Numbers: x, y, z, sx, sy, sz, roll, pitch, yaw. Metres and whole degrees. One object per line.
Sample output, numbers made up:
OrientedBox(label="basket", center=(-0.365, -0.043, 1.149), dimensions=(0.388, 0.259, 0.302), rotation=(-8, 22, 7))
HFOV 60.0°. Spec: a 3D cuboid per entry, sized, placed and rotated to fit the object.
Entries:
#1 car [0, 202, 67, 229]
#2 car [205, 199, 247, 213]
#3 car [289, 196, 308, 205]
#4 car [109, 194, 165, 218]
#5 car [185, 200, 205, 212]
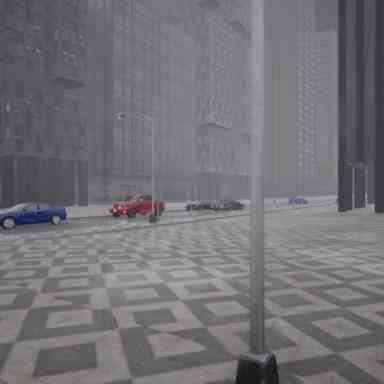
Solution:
OrientedBox(label="car", center=(-10.694, 1.450, 21.695), dimensions=(1.882, 1.535, 5.008), rotation=(0, 0, 36))
OrientedBox(label="car", center=(4.047, 1.494, 36.446), dimensions=(2.033, 1.411, 5.357), rotation=(0, 0, 36))
OrientedBox(label="car", center=(17.656, 1.394, 55.065), dimensions=(1.882, 1.535, 5.008), rotation=(0, 0, 36))
OrientedBox(label="car", center=(-4.761, 1.181, 29.814), dimensions=(2.150, 2.045, 5.566), rotation=(0, 0, 36))
OrientedBox(label="car", center=(1.230, 1.547, 38.002), dimensions=(1.895, 1.301, 4.718), rotation=(0, 0, 36))
